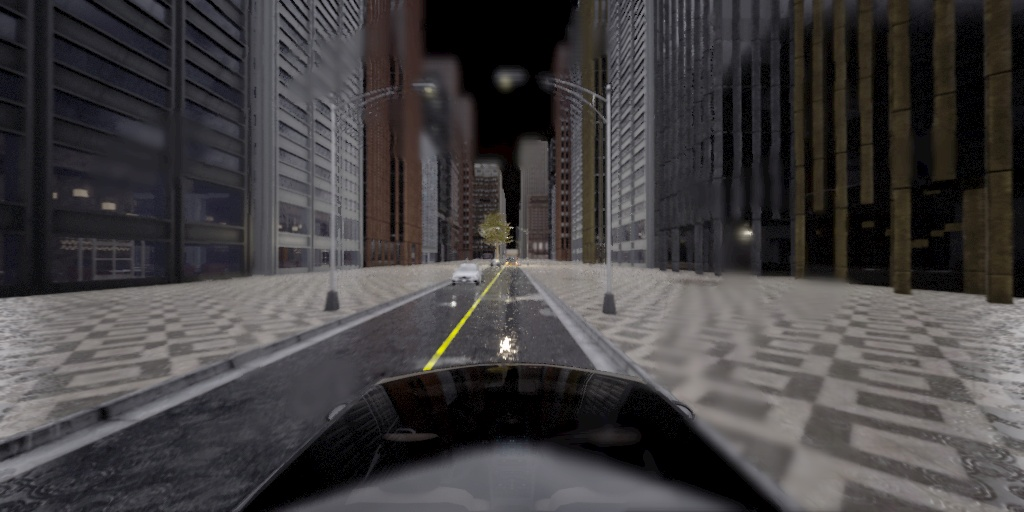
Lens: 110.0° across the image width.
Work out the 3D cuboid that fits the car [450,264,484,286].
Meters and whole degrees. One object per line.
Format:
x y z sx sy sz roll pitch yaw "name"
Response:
-3.099 1.291 25.515 1.812 1.442 4.674 0 0 0 "car"
